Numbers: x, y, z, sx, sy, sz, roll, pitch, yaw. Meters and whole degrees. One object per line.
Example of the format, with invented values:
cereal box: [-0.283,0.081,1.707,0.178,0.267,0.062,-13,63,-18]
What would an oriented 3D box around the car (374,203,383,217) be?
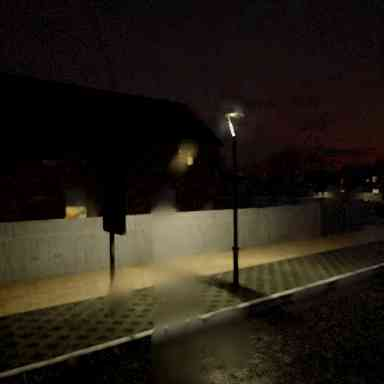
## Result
car: [15.548,1.274,24.498,1.895,1.301,4.718,-1,0,0]

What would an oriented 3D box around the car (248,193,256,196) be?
car: [15.594,0.971,86.091,1.994,1.385,4.181,-1,0,0]
